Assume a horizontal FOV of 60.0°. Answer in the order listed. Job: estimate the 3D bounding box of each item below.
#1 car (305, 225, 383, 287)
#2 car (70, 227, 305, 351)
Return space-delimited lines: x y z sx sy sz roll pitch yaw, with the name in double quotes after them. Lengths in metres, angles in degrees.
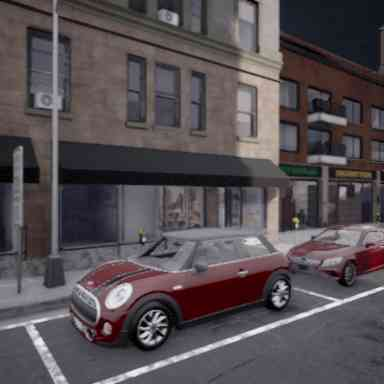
4.425 1.601 9.343 4.206 1.307 1.802 0 0 -35 "car"
-0.068 1.447 6.138 4.097 1.590 1.967 0 0 -35 "car"
